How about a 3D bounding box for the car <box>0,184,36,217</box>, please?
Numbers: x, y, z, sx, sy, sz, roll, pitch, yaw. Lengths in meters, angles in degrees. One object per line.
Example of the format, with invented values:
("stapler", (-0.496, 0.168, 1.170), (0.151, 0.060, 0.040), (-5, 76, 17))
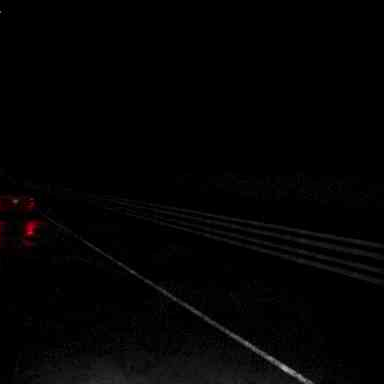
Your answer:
("car", (-10.419, 0.399, 19.303), (2.097, 1.767, 4.553), (4, 1, -33))
